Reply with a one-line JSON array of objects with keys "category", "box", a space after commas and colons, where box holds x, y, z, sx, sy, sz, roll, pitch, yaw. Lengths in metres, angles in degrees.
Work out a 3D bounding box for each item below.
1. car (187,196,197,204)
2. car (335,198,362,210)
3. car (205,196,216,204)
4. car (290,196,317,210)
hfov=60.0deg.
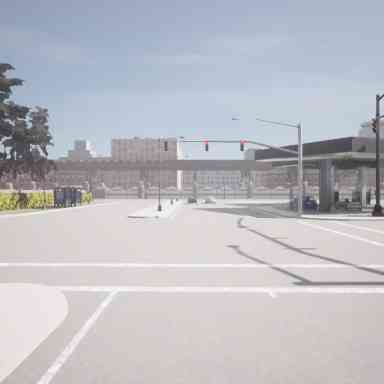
[{"category": "car", "box": [0.061, 1.547, 64.454, 2.033, 1.411, 5.357, 0, 0, 0]}, {"category": "car", "box": [18.994, 1.456, 40.524, 1.970, 1.475, 3.806, 0, 0, 0]}, {"category": "car", "box": [3.561, 1.526, 64.451, 1.812, 1.442, 4.674, 0, 0, 0]}, {"category": "car", "box": [13.248, 1.295, 39.767, 2.242, 1.667, 4.611, 0, 0, 0]}]
